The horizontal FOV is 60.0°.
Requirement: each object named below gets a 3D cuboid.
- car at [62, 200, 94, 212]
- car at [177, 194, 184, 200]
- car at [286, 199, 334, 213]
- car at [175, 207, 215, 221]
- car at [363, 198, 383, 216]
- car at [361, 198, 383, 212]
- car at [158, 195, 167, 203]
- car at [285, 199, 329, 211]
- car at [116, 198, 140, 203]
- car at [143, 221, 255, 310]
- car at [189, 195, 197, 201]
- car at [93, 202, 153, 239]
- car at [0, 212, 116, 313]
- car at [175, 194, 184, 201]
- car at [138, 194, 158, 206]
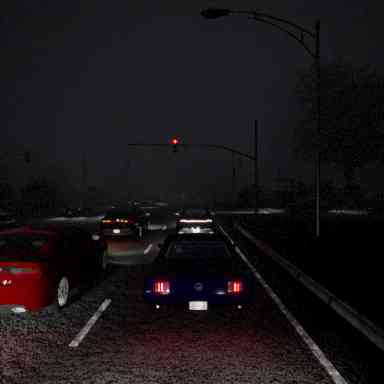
[{"bbox_3d":[-10.525,1.525,31.035,1.812,1.442,4.674,0,0,0],"label":"car"},{"bbox_3d":[-3.224,1.328,95.040,1.882,1.535,5.008,0,0,1],"label":"car"},{"bbox_3d":[12.808,1.491,36.174,4.902,1.511,2.128,0,0,3],"label":"car"},{"bbox_3d":[0.151,1.491,17.009,2.128,1.511,4.902,0,0,-1],"label":"car"},{"bbox_3d":[19.259,1.560,32.117,4.181,1.385,1.994,0,0,4],"label":"car"},{"bbox_3d":[22.853,1.484,39.110,4.902,1.511,2.128,0,0,3],"label":"car"},{"bbox_3d":[-6.834,1.601,69.080,1.895,1.301,4.718,0,0,0],"label":"car"},{"bbox_3d":[13.677,1.526,39.628,4.674,1.442,1.812,0,0,5],"label":"car"},{"bbox_3d":[-7.017,1.601,34.492,1.895,1.301,4.718,0,0,0],"label":"car"},{"bbox_3d":[0.119,1.601,7.747,1.895,1.301,4.718,0,0,0],"label":"car"},{"bbox_3d":[0.210,1.500,84.637,1.837,1.490,4.892,0,0,0],"label":"car"},{"bbox_3d":[-3.359,1.505,17.271,1.837,1.490,4.892,0,0,0],"label":"car"},{"bbox_3d":[-3.382,1.478,7.774,1.882,1.535,5.008,0,0,0],"label":"car"},{"bbox_3d":[-3.290,1.532,84.631,2.033,1.411,5.357,0,0,0],"label":"car"},{"bbox_3d":[-6.968,1.478,51.675,1.882,1.535,5.008,0,0,0],"label":"car"}]
